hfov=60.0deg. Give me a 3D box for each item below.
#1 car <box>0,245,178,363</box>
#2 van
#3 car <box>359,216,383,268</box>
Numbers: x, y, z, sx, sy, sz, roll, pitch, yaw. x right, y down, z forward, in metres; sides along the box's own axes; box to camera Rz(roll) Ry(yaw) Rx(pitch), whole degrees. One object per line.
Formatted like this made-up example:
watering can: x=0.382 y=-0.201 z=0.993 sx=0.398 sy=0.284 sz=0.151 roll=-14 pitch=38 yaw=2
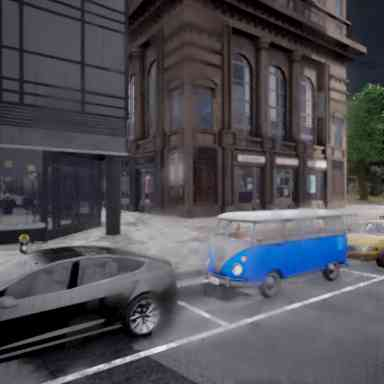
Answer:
car: x=-2.227 y=1.575 z=5.058 sx=4.313 sy=1.339 sz=1.947 roll=0 pitch=0 yaw=-36
van: x=2.183 y=1.345 z=8.239 sx=3.998 sy=1.788 sz=1.690 roll=0 pitch=0 yaw=-36
car: x=6.456 y=1.524 z=11.320 sx=4.829 sy=1.417 sz=1.752 roll=0 pitch=0 yaw=-36
